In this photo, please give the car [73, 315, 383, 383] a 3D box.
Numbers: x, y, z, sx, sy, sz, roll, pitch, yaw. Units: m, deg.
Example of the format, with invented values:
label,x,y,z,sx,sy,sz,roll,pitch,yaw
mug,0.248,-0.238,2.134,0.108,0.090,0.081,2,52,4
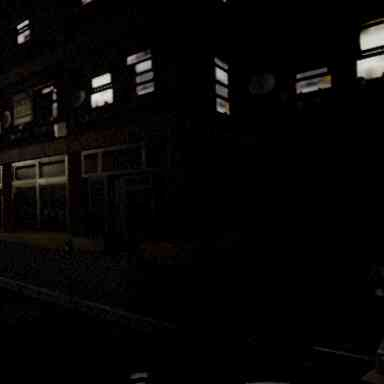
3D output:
label,x,y,z,sx,sy,sz,roll,pitch,yaw
car,0.964,1.549,2.066,4.403,1.369,2.008,-1,-2,35
